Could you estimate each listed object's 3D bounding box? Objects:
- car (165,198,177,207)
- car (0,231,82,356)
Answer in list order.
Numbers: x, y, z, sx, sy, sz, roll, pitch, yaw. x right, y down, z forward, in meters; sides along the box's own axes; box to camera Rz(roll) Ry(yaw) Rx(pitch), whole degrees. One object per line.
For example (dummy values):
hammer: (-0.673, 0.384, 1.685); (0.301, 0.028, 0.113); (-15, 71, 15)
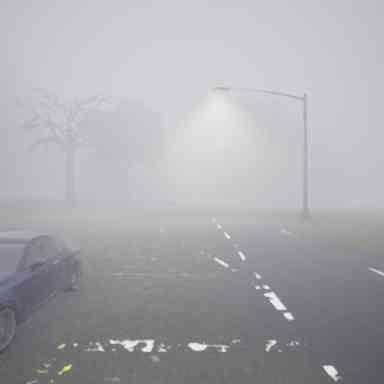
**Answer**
car: (-3.495, 1.741, 56.415); (2.033, 1.411, 5.357); (0, 0, 0)
car: (-3.488, 1.534, 6.162); (1.812, 1.442, 4.674); (0, 0, 0)
